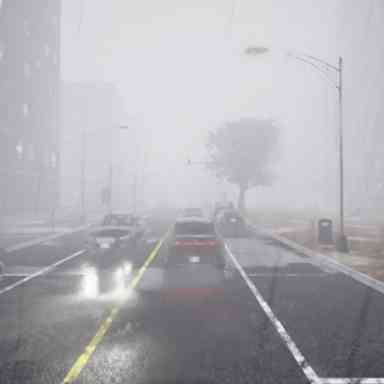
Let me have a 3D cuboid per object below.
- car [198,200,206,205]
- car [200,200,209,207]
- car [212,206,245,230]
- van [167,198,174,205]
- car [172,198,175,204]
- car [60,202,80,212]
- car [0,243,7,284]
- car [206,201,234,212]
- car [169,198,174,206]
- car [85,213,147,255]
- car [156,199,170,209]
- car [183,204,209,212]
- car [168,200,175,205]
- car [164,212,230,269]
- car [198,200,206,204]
[{"bbox_3d":[2.648,2.845,89.191,1.802,1.307,4.206,0,-1,0],"label":"car"},{"bbox_3d":[2.656,2.543,72.766,1.752,1.417,4.829,0,-1,0],"label":"car"},{"bbox_3d":[2.682,1.887,23.624,1.947,1.339,4.313,0,-1,0],"label":"car"},{"bbox_3d":[-5.732,2.605,89.191,1.690,1.788,3.998,0,-1,0],"label":"van"},{"bbox_3d":[-5.729,2.621,83.658,1.967,1.590,4.097,0,-1,0],"label":"car"},{"bbox_3d":[-16.445,1.918,42.121,4.403,1.369,2.008,1,-2,-1],"label":"car"},{"bbox_3d":[-5.691,1.662,7.053,1.947,1.339,4.313,0,-1,0],"label":"car"},{"bbox_3d":[2.679,1.712,29.150,2.192,1.841,5.009,0,-1,0],"label":"car"},{"bbox_3d":[-5.724,2.566,72.592,2.008,1.369,4.403,0,-1,0],"label":"car"},{"bbox_3d":[-3.104,1.686,14.329,2.128,1.511,4.902,0,-1,0],"label":"car"},{"bbox_3d":[-5.718,2.404,61.527,2.008,1.369,4.403,0,-1,0],"label":"car"},{"bbox_3d":[0.078,1.913,26.870,2.033,1.411,5.357,0,-1,0],"label":"car"},{"bbox_3d":[-5.735,2.929,94.719,1.802,1.307,4.206,0,-1,0],"label":"car"},{"bbox_3d":[0.083,1.664,11.717,1.837,1.490,4.892,0,-1,0],"label":"car"},{"bbox_3d":[2.662,2.398,61.531,1.887,1.381,4.507,0,-1,0],"label":"car"}]
